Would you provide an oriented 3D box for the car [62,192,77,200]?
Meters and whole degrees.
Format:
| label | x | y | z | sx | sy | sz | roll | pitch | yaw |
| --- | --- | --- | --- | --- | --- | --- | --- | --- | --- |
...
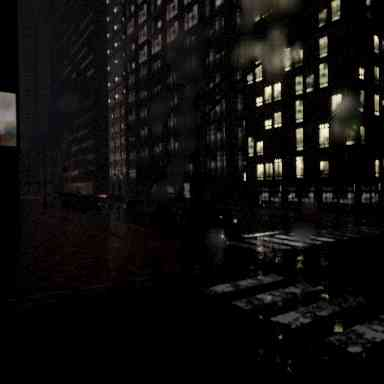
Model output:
| label | x | y | z | sx | sy | sz | roll | pitch | yaw |
| --- | --- | --- | --- | --- | --- | --- | --- | --- | --- |
| car | -26.106 | 0.724 | 70.687 | 1.967 | 1.590 | 4.097 | -1 | 1 | -35 |

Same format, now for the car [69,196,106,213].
| label | x | y | z | sx | sy | sz | roll | pitch | yaw |
| --- | --- | --- | --- | --- | --- | --- | --- | --- | --- |
| car | -10.563 | 1.349 | 33.390 | 1.947 | 1.339 | 4.313 | -1 | 1 | -35 |

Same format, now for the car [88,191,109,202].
| label | x | y | z | sx | sy | sz | roll | pitch | yaw |
| --- | --- | --- | --- | --- | --- | --- | --- | --- | --- |
| car | -15.993 | 0.786 | 56.750 | 2.097 | 1.767 | 4.553 | -1 | 1 | -35 |

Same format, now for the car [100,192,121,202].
| label | x | y | z | sx | sy | sz | roll | pitch | yaw |
| --- | --- | --- | --- | --- | --- | --- | --- | --- | --- |
| car | -12.008 | 0.999 | 51.032 | 1.837 | 1.490 | 4.892 | -1 | 1 | -35 |

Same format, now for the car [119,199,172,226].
| label | x | y | z | sx | sy | sz | roll | pitch | yaw |
| --- | --- | --- | --- | --- | --- | --- | --- | --- | --- |
| car | -2.931 | 1.450 | 22.370 | 2.008 | 1.369 | 4.403 | -1 | 1 | -35 |

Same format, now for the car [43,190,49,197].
| label | x | y | z | sx | sy | sz | roll | pitch | yaw |
| --- | --- | --- | --- | --- | --- | --- | --- | --- | --- |
| car | -35.713 | 0.679 | 84.620 | 2.008 | 1.369 | 4.403 | -1 | 1 | -35 |

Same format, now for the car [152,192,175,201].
| label | x | y | z | sx | sy | sz | roll | pitch | yaw |
| --- | --- | --- | --- | --- | --- | --- | --- | --- | --- |
| car | -3.689 | 0.954 | 38.177 | 2.192 | 1.841 | 5.009 | -1 | 1 | -35 |

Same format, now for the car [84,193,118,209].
| label | x | y | z | sx | sy | sz | roll | pitch | yaw |
| --- | --- | --- | --- | --- | --- | --- | --- | --- | --- |
| car | -10.483 | 1.232 | 37.839 | 1.812 | 1.442 | 4.674 | -1 | 1 | -35 |

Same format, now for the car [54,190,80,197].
| label | x | y | z | sx | sy | sz | roll | pitch | yaw |
| --- | --- | --- | --- | --- | --- | --- | --- | --- | --- |
| car | -18.985 | 0.685 | 50.314 | 1.837 | 1.490 | 4.892 | -1 | 1 | -35 |

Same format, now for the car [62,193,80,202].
| label | x | y | z | sx | sy | sz | roll | pitch | yaw |
| --- | --- | --- | --- | --- | --- | --- | --- | --- | --- |
| car | -21.732 | 0.938 | 59.756 | 1.837 | 1.490 | 4.892 | -1 | 1 | -34 |

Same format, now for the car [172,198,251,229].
| label | x | y | z | sx | sy | sz | roll | pitch | yaw |
| --- | --- | --- | --- | --- | --- | --- | --- | --- | --- |
| car | 1.085 | 1.376 | 21.034 | 2.128 | 1.511 | 4.902 | -1 | 1 | -34 |

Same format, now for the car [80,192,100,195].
| label | x | y | z | sx | sy | sz | roll | pitch | yaw |
| --- | --- | --- | --- | --- | --- | --- | --- | --- | --- |
| car | -16.187 | 1.068 | 51.742 | 2.033 | 1.411 | 5.357 | -1 | 1 | -34 |

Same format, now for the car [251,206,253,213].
| label | x | y | z | sx | sy | sz | roll | pitch | yaw |
| --- | --- | --- | --- | --- | --- | --- | --- | --- | --- |
| car | 3.063 | 1.269 | 28.322 | 1.752 | 1.417 | 4.829 | -1 | 1 | -35 |

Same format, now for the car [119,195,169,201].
| label | x | y | z | sx | sy | sz | roll | pitch | yaw |
| --- | --- | --- | --- | --- | --- | --- | --- | --- | --- |
| car | -4.282 | 1.309 | 28.830 | 1.837 | 1.490 | 4.892 | -1 | 1 | -34 |

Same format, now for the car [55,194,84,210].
| label | x | y | z | sx | sy | sz | roll | pitch | yaw |
| --- | --- | --- | --- | --- | --- | --- | --- | --- | --- |
| car | -13.766 | 1.284 | 38.034 | 2.008 | 1.369 | 4.403 | -1 | 1 | -35 |

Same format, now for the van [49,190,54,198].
| label | x | y | z | sx | sy | sz | roll | pitch | yaw |
| --- | --- | --- | --- | --- | --- | --- | --- | --- | --- |
| van | -32.511 | 0.521 | 79.973 | 1.690 | 1.788 | 3.998 | -1 | 1 | -35 |

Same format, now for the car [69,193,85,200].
| label | x | y | z | sx | sy | sz | roll | pitch | yaw |
| --- | --- | --- | --- | --- | --- | --- | --- | --- | --- |
| car | -22.903 | 0.880 | 66.044 | 1.887 | 1.381 | 4.507 | -1 | 1 | -35 |
